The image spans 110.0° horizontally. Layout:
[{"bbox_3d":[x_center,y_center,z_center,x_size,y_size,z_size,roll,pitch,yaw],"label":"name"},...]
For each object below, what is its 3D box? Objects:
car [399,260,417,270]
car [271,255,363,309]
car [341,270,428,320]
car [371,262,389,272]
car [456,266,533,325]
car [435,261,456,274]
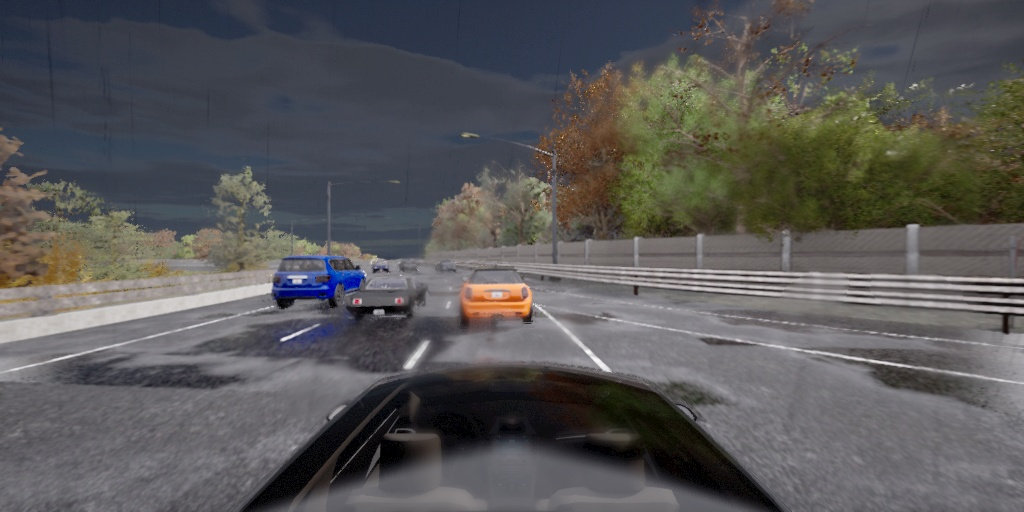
[{"bbox_3d":[-13.571,1.271,46.763,2.128,1.511,4.902,0,0,-24],"label":"car"},{"bbox_3d":[-7.998,0.995,15.409,2.150,2.045,5.566,0,0,-8],"label":"car"},{"bbox_3d":[-4.141,1.361,12.762,1.895,1.301,4.718,0,0,-6],"label":"car"},{"bbox_3d":[-16.607,1.392,45.096,1.895,1.301,4.718,0,0,-24],"label":"car"},{"bbox_3d":[-0.612,1.100,12.078,2.097,1.767,4.553,0,0,-5],"label":"car"},{"bbox_3d":[-7.827,1.308,42.219,2.033,1.411,5.357,0,0,-21],"label":"car"}]
